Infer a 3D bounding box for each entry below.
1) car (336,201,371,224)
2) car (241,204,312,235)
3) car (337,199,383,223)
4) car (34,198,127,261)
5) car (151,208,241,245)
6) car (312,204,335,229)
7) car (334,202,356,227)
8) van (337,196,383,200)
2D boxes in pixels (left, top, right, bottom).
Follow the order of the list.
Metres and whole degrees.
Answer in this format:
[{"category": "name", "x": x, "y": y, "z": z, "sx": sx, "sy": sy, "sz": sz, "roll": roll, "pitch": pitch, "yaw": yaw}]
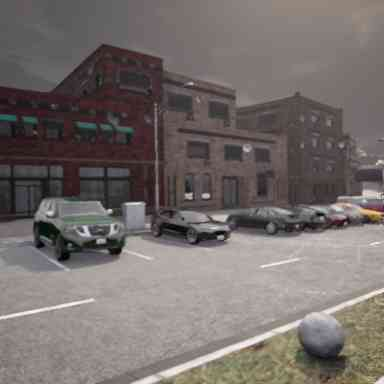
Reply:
[{"category": "car", "x": 10.390, "y": 1.657, "z": 25.037, "sx": 2.002, "sy": 1.452, "sz": 4.674, "roll": 0, "pitch": 0, "yaw": -41}, {"category": "car", "x": 4.138, "y": 1.569, "z": 19.744, "sx": 2.231, "sy": 1.521, "sz": 4.892, "roll": 1, "pitch": 0, "yaw": -39}, {"category": "car", "x": 12.563, "y": 1.625, "z": 26.699, "sx": 1.946, "sy": 1.575, "sz": 5.366, "roll": 0, "pitch": 0, "yaw": -41}, {"category": "car", "x": -4.552, "y": 1.252, "z": 12.914, "sx": 2.435, "sy": 2.045, "sz": 5.566, "roll": 0, "pitch": 0, "yaw": -36}, {"category": "car", "x": -0.210, "y": 1.557, "z": 16.232, "sx": 2.163, "sy": 1.488, "sz": 4.792, "roll": 0, "pitch": 0, "yaw": -38}, {"category": "car", "x": 6.220, "y": 1.616, "z": 21.513, "sx": 2.163, "sy": 1.488, "sz": 4.792, "roll": 0, "pitch": 0, "yaw": -39}, {"category": "car", "x": 8.342, "y": 1.632, "z": 23.229, "sx": 2.163, "sy": 1.488, "sz": 4.792, "roll": 0, "pitch": 0, "yaw": -40}, {"category": "van", "x": 14.394, "y": 1.415, "z": 28.752, "sx": 1.878, "sy": 1.987, "sz": 4.442, "roll": 0, "pitch": 0, "yaw": -42}]
